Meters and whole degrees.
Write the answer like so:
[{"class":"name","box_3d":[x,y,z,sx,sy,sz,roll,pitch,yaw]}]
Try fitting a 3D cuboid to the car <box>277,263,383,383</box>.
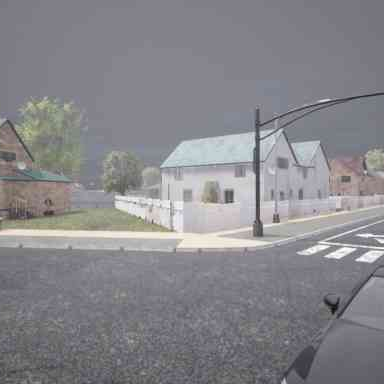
[{"class":"car","box_3d":[2.565,1.524,3.471,1.812,1.442,4.674,0,0,42]}]
